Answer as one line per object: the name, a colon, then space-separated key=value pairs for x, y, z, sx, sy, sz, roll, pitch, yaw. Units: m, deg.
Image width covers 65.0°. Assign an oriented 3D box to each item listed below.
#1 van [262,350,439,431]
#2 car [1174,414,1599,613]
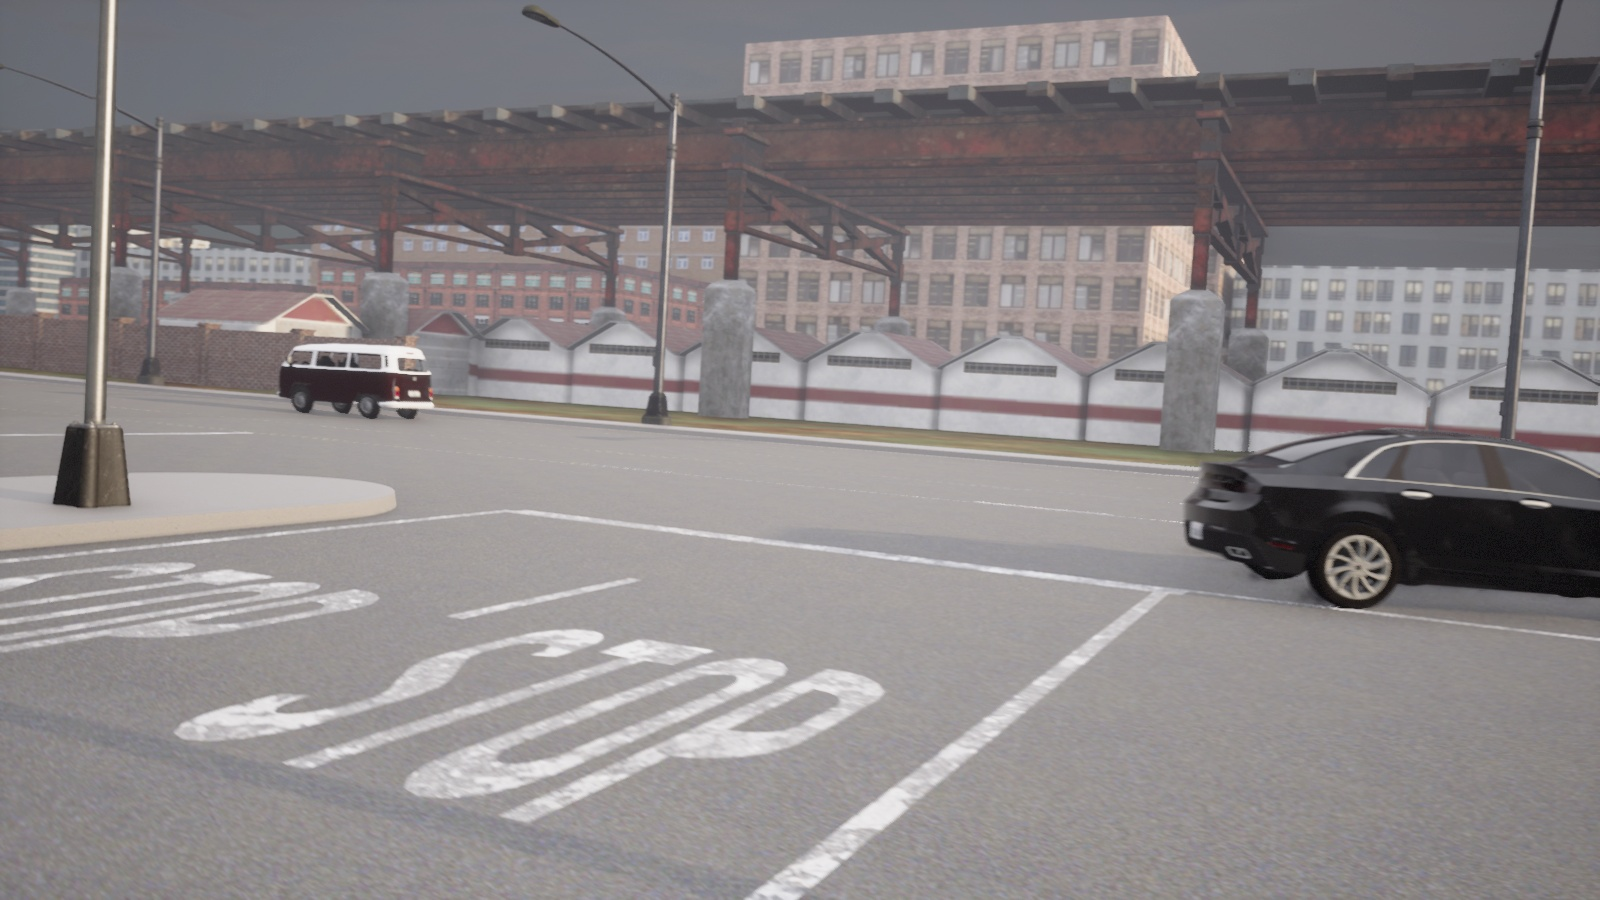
van: x=-12.661 y=-1.683 z=35.381 sx=4.480 sy=2.038 sz=2.069 roll=4 pitch=3 yaw=25
car: x=6.067 y=0.536 z=11.108 sx=4.892 sy=1.490 sz=1.837 roll=3 pitch=2 yaw=0
